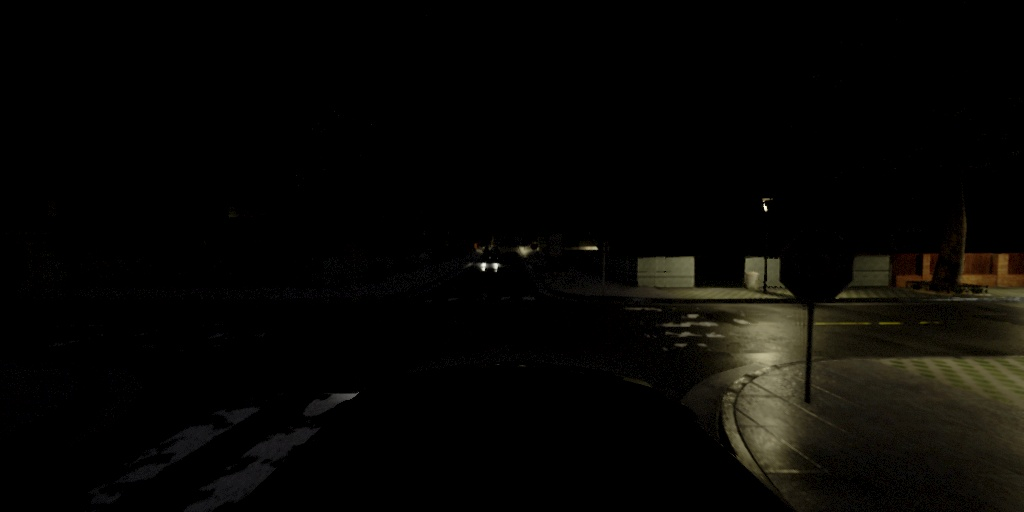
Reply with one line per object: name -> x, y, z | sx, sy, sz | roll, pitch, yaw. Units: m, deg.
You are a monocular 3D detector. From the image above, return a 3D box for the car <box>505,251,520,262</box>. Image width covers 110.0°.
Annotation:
car -> 0.023, 0.062, 48.006 | 2.033, 1.411, 5.357 | 0, 2, 2

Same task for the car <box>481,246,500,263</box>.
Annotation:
car -> -2.779, -0.249, 47.611 | 2.150, 2.045, 5.566 | 0, 2, 0
